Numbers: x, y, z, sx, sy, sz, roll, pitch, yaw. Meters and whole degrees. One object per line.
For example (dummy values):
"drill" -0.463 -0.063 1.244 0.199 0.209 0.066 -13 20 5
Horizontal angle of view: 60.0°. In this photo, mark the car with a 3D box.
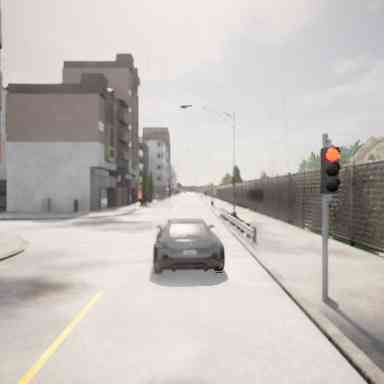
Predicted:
"car" -0.187 1.498 10.470 1.994 1.385 4.181 0 0 -4
